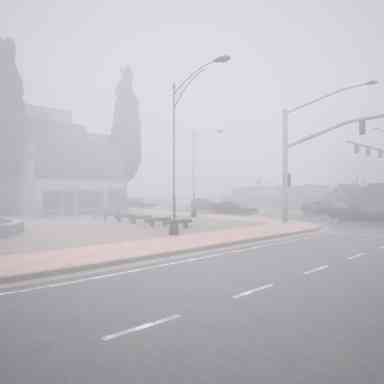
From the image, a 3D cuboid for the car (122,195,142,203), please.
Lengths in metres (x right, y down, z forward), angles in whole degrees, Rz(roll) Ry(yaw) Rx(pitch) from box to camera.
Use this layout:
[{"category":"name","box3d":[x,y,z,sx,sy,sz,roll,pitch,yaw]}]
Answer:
[{"category":"car","box3d":[-12.528,1.478,69.004,1.882,1.535,5.008,0,0,-40]}]

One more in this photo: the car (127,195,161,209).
[{"category":"car","box3d":[-6.998,1.547,45.998,2.033,1.411,5.357,0,0,-40]}]

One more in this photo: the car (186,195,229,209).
[{"category":"car","box3d":[1.907,1.477,40.890,1.882,1.535,5.008,0,0,-40]}]

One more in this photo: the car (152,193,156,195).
[{"category":"car","box3d":[-9.156,1.491,59.667,2.128,1.511,4.902,0,0,-40]}]

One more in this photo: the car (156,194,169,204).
[{"category":"car","box3d":[-6.076,1.564,61.450,1.994,1.385,4.181,0,0,-40]}]

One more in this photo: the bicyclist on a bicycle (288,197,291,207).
[{"category":"bicyclist on a bicycle","box3d":[12.886,1.261,44.843,1.656,1.620,0.582,-7,4,-40]}]

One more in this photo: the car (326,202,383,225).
[{"category":"car","box3d":[12.259,1.601,23.257,1.895,1.301,4.718,0,0,-40]}]

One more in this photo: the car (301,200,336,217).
[{"category":"car","box3d":[11.954,1.491,29.032,2.128,1.511,4.902,0,0,-40]}]

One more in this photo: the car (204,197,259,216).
[{"category":"car","box3d":[3.999,1.548,33.005,2.033,1.411,5.357,0,0,-40]}]

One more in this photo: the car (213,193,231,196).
[{"category":"car","box3d":[6.859,1.395,69.063,3.806,1.475,1.970,0,0,-42]}]

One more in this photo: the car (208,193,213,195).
[{"category":"car","box3d":[4.940,1.156,71.231,3.866,1.878,1.905,0,0,-42]}]

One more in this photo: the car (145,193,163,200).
[{"category":"car","box3d":[-10.040,1.153,88.044,4.605,1.855,1.932,0,0,-42]}]
